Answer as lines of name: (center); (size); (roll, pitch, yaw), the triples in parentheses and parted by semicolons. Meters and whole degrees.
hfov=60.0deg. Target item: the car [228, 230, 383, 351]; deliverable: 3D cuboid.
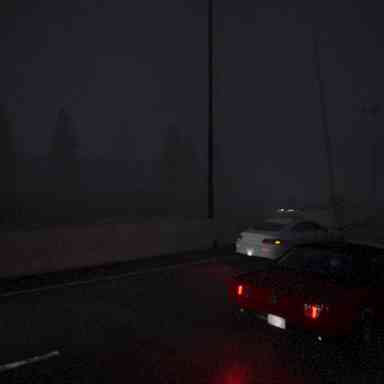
car: (2.967, 1.615, 6.291); (4.718, 1.301, 1.895); (0, 0, -39)

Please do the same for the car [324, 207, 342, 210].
car: (16.380, 1.299, 37.296); (2.150, 2.045, 5.566); (0, 0, 32)

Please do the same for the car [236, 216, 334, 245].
car: (3.445, 1.552, 11.318); (4.674, 1.442, 1.812); (0, 0, -41)
